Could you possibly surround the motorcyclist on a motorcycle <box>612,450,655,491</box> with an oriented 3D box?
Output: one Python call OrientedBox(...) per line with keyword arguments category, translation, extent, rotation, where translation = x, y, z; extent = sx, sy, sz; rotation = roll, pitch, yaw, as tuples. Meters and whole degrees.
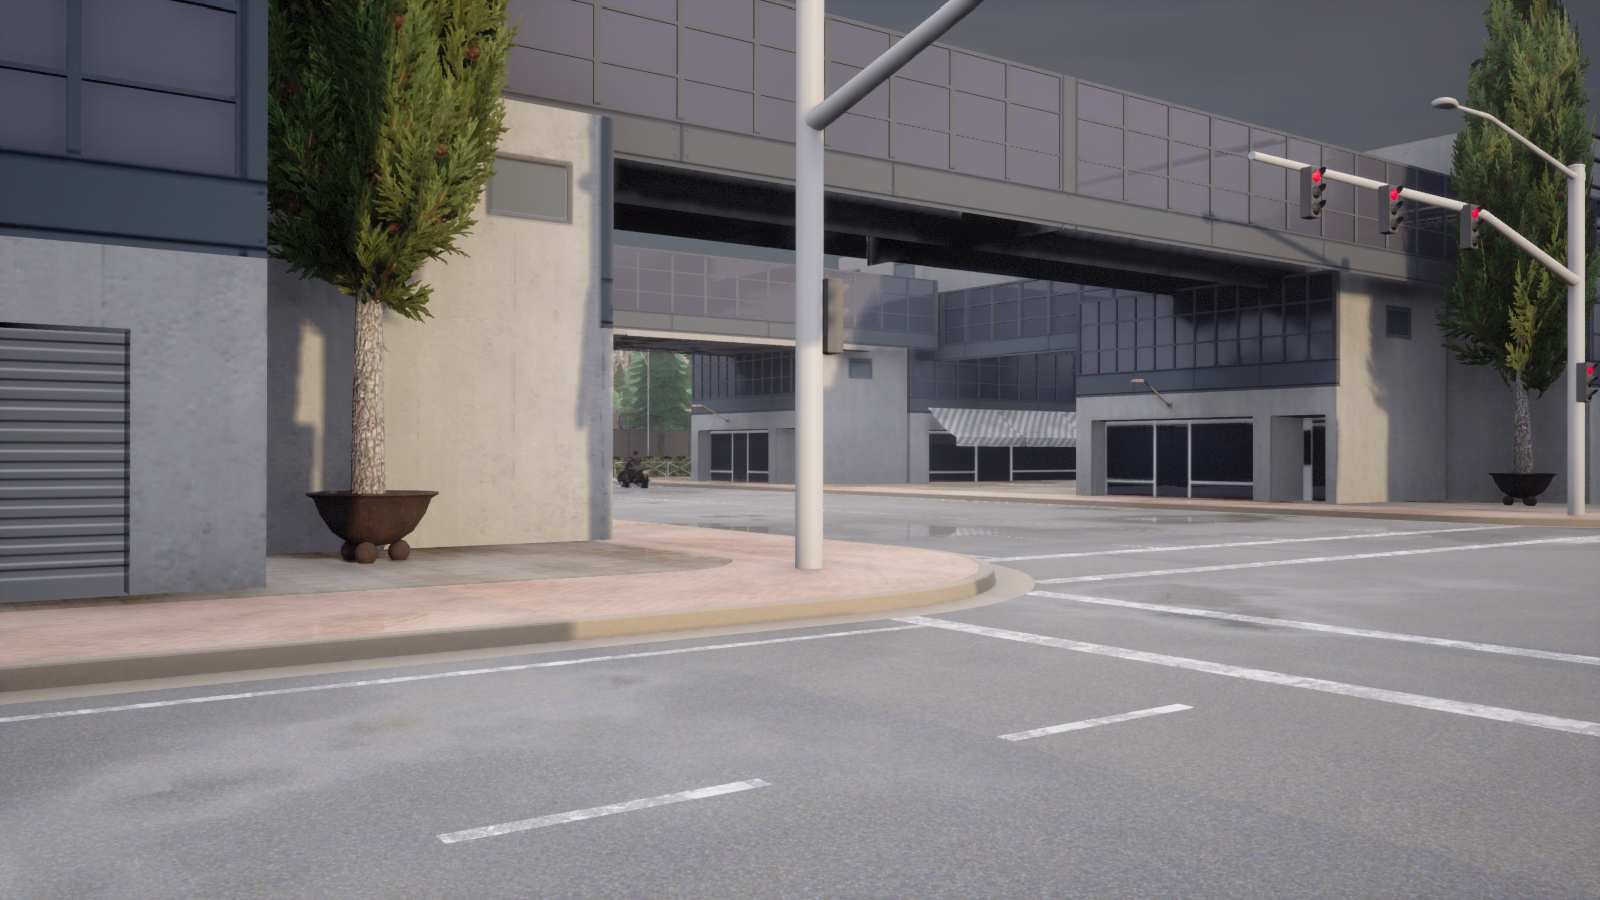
OrientedBox(category="motorcyclist on a motorcycle", translation=(-6.969, 0.838, 52.431), extent=(0.766, 1.649, 2.350), rotation=(0, 0, -36))
